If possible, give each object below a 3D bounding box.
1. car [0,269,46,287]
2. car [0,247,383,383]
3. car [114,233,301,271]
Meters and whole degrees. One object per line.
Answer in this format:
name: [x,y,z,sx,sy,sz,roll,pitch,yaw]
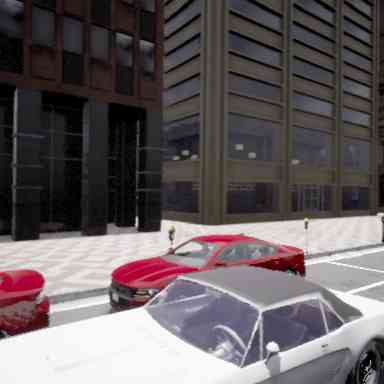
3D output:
car: [-4.038,1.531,3.766,4.507,1.381,1.887,1,0,-35]
car: [0.326,1.626,3.610,4.718,1.301,1.895,1,0,-35]
car: [0.525,1.593,7.017,4.507,1.381,1.887,1,0,-35]
